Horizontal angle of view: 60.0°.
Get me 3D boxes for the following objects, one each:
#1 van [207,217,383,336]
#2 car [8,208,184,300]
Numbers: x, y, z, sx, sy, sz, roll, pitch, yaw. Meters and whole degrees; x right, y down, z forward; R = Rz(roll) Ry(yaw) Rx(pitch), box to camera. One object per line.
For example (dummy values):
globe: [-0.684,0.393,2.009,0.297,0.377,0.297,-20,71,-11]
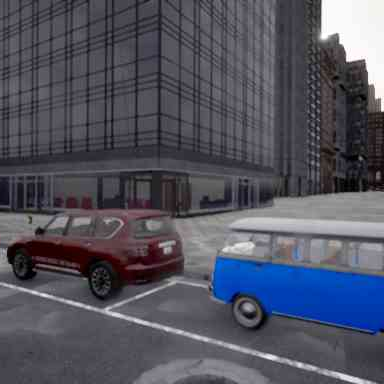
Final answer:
van: [2.228,1.359,5.427,3.998,1.788,1.690,0,0,32]
car: [-2.540,1.339,8.456,5.009,1.841,2.192,0,0,32]
